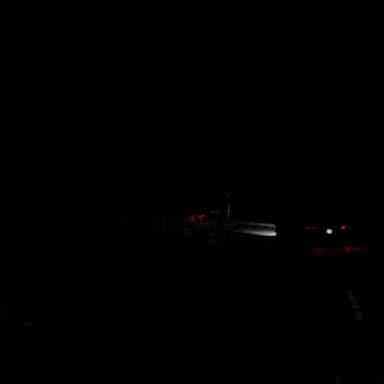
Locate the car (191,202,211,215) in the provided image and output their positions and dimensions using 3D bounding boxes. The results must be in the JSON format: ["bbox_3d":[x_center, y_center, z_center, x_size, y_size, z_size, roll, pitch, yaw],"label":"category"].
[{"bbox_3d":[1.073,1.918,40.243,2.128,1.511,4.902,0,-1,11],"label":"car"}]

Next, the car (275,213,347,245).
[{"bbox_3d":[5.645,1.688,16.272,1.994,1.385,4.181,0,-1,-8],"label":"car"}]
